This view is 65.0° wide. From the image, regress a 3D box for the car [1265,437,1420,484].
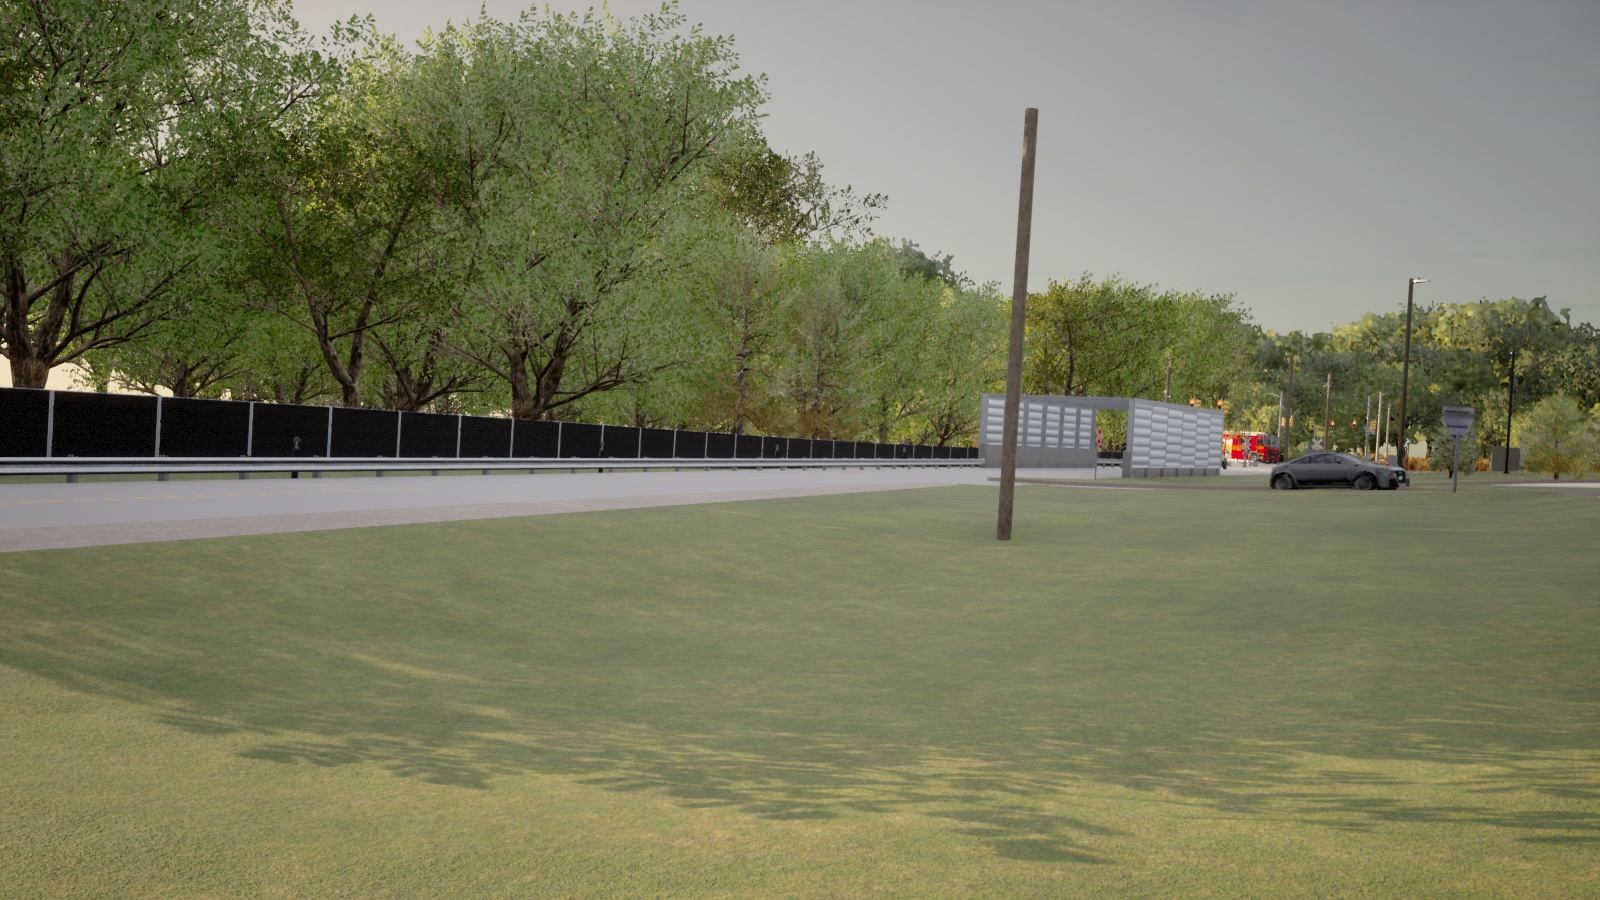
[{"bbox_3d":[17.790,0.367,41.279,1.994,1.385,4.181,0,-2,-44],"label":"car"}]
